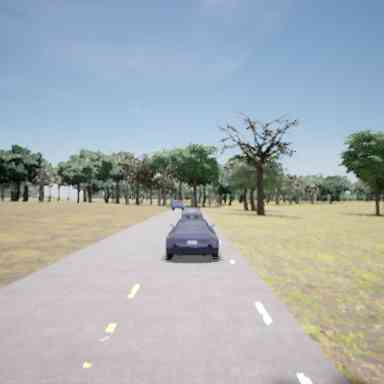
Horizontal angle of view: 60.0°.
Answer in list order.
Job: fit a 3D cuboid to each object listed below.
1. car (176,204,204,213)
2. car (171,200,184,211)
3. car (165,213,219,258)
[{"bbox_3d":[0.009,1.998,27.576,2.033,1.411,5.357,0,-1,0],"label":"car"},{"bbox_3d":[-2.760,2.664,65.032,2.150,2.045,5.566,0,-2,0],"label":"car"},{"bbox_3d":[0.019,1.743,13.489,1.994,1.385,4.181,0,-1,0],"label":"car"}]
